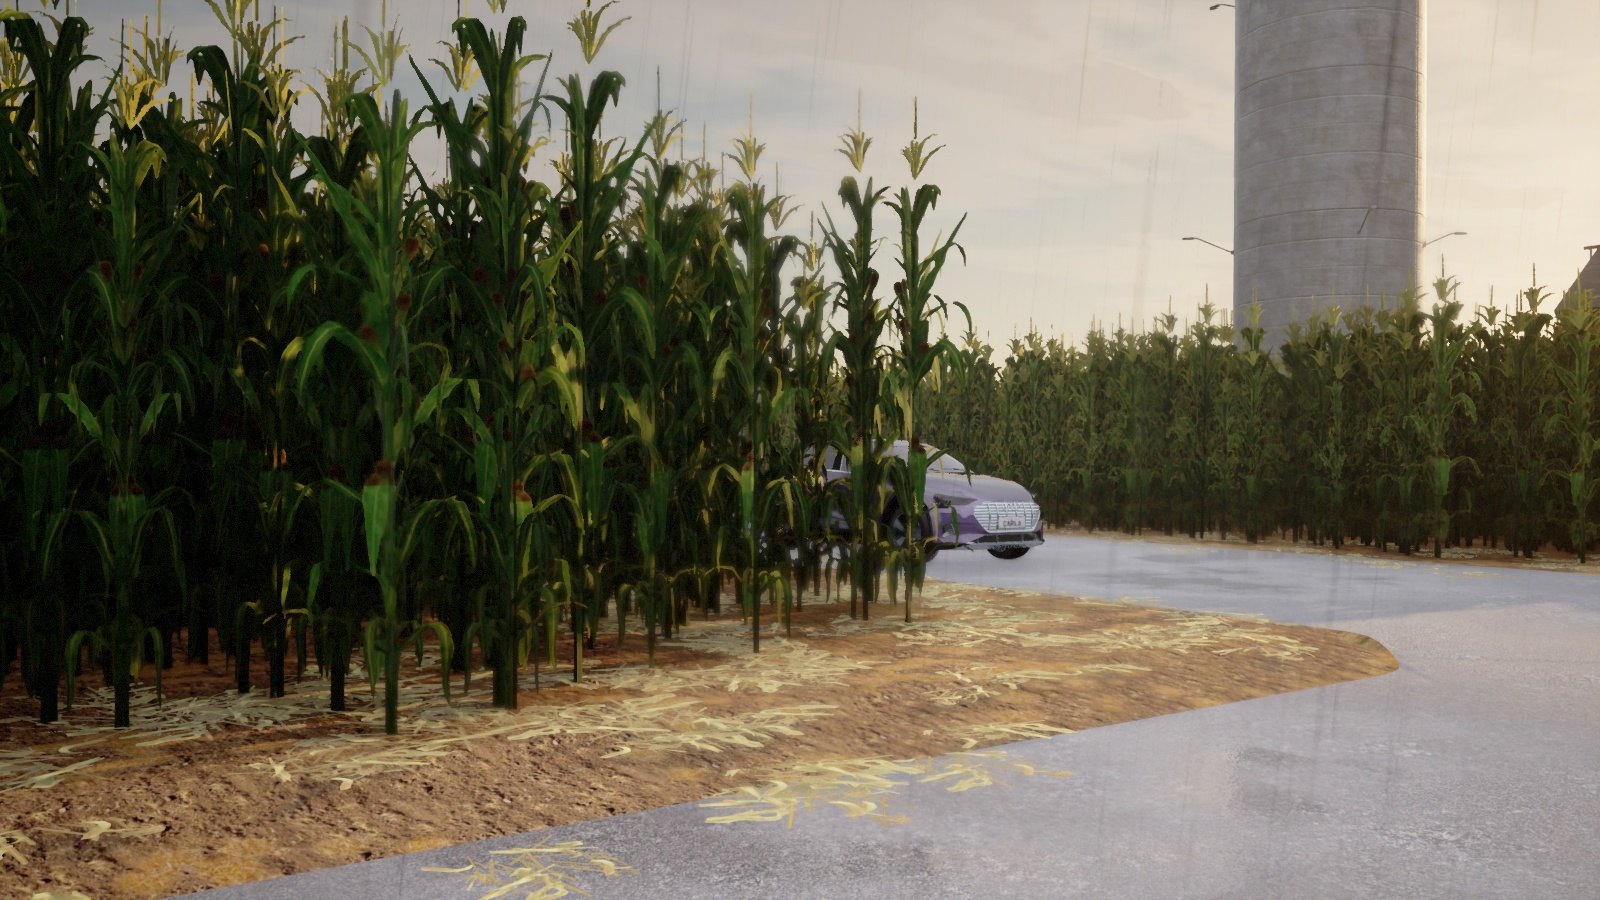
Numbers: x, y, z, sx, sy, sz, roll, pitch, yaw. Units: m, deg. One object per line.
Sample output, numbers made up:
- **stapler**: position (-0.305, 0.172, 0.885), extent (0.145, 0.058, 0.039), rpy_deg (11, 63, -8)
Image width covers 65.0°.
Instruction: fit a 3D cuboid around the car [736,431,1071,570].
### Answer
- **car**: position (1.250, 0.616, 17.510), extent (2.033, 1.649, 4.856), rpy_deg (0, -1, -35)
